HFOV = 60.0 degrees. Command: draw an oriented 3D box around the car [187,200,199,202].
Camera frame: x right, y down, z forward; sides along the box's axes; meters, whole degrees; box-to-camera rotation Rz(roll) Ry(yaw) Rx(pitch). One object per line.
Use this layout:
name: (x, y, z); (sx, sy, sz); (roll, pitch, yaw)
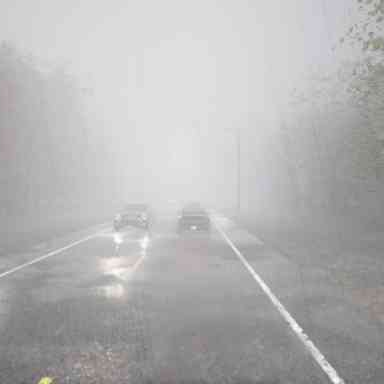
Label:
car: (0.095, 1.704, 42.315); (1.882, 1.535, 5.008); (0, 0, 0)

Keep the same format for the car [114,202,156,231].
car: (-3.595, 1.467, 21.474); (2.097, 1.767, 4.553); (0, 0, 0)

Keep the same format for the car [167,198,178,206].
car: (-3.526, 1.846, 61.778); (1.812, 1.442, 4.674); (0, 0, 1)

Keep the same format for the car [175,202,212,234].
car: (0.096, 1.612, 19.833); (1.837, 1.490, 4.892); (0, 0, 0)
